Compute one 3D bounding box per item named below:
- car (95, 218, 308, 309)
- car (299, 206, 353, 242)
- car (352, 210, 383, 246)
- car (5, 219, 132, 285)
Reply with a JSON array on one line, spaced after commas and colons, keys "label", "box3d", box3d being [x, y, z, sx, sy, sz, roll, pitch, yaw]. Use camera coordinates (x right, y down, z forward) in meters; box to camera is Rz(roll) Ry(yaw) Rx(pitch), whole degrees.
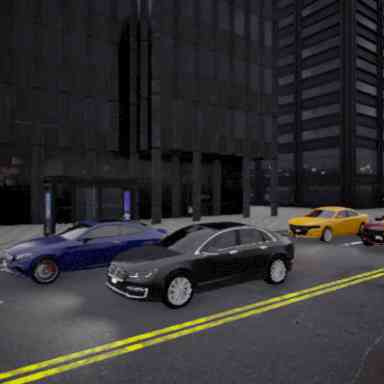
[{"label": "car", "box3d": [0.442, 1.511, 7.986, 4.892, 1.490, 1.837, 0, 0, -36]}, {"label": "car", "box3d": [6.868, 1.495, 16.559, 5.008, 1.535, 1.882, 0, 0, -35]}, {"label": "car", "box3d": [9.217, 1.495, 14.236, 5.008, 1.535, 1.882, 0, 0, -35]}, {"label": "car", "box3d": [-2.773, 1.529, 9.674, 4.674, 1.442, 1.812, 0, 0, -35]}]
